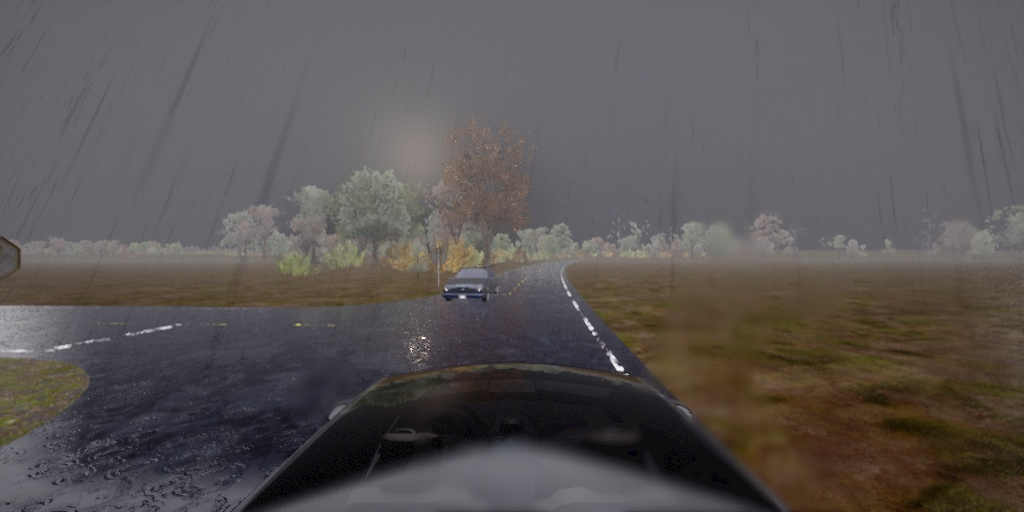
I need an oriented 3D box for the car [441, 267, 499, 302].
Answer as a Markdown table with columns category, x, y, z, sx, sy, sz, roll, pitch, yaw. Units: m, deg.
| category | x | y | z | sx | sy | sz | roll | pitch | yaw |
| --- | --- | --- | --- | --- | --- | --- | --- | --- | --- |
| car | -1.732 | 1.228 | 16.873 | 2.033 | 1.411 | 5.357 | 0 | 0 | 5 |
